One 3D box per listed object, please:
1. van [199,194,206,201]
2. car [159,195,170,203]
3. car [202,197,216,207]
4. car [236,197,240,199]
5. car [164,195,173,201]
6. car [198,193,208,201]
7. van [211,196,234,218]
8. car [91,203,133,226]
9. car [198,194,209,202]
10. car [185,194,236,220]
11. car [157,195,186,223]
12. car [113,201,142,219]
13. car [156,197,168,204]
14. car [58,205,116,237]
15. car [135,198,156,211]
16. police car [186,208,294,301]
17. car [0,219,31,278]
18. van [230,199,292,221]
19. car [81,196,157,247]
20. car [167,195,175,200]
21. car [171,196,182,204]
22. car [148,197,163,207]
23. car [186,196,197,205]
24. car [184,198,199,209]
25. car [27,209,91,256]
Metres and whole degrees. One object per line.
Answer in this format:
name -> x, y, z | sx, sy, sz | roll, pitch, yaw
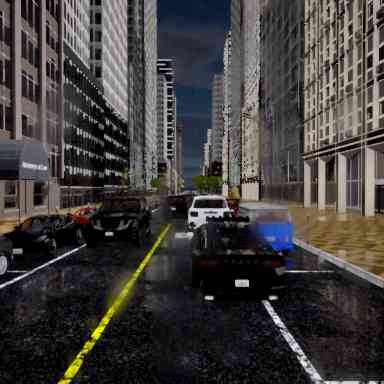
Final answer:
van -> 2.606, 1.317, 86.946 | 1.690, 1.788, 3.998 | -1, 0, 0
car -> -5.759, 1.422, 69.887 | 1.967, 1.590, 4.097 | -1, 0, 0
car -> 2.637, 1.538, 52.843 | 2.008, 1.369, 4.403 | -1, 0, 0
car -> 2.658, 1.309, 24.425 | 2.192, 1.841, 5.009 | -1, 0, 0
car -> -5.767, 1.503, 81.085 | 1.752, 1.417, 4.829 | -1, 0, 0
car -> 2.611, 1.293, 81.262 | 2.192, 1.841, 5.009 | -1, 0, 0
van -> 2.654, 1.334, 30.109 | 1.690, 1.788, 3.998 | -1, 0, 0
car -> -5.721, 1.545, 24.418 | 2.008, 1.369, 4.403 | -1, 0, 0
car -> 2.615, 1.295, 75.578 | 2.192, 1.841, 5.009 | -1, 0, 0
car -> 0.883, 1.220, 18.434 | 2.150, 2.045, 5.566 | 0, 0, 0
car -> -0.165, 1.214, 24.787 | 2.150, 2.045, 5.566 | -1, 0, 24
car -> -5.725, 1.575, 30.102 | 1.802, 1.307, 4.206 | -1, 0, 0
car -> -5.753, 1.565, 64.204 | 1.802, 1.307, 4.206 | -1, 0, 0
car -> -5.715, 1.540, 18.735 | 1.887, 1.381, 4.507 | -1, 0, 0
car -> -5.735, 1.541, 41.469 | 2.008, 1.369, 4.403 | -1, 0, 0
police car -> 0.891, 1.423, 8.513 | 1.930, 1.638, 5.238 | 0, 0, 0
car -> -5.706, 1.549, 7.367 | 2.008, 1.369, 4.403 | -1, 0, 0
van -> 2.668, 1.338, 13.058 | 1.690, 1.788, 3.998 | -1, 0, 0
car -> -3.115, 1.218, 15.263 | 2.150, 2.045, 5.566 | 0, 0, 0
car -> -5.777, 1.539, 92.622 | 1.947, 1.339, 4.313 | -1, 0, 0
car -> -3.056, 1.583, 66.939 | 1.895, 1.301, 4.718 | 0, 0, 0
car -> -5.744, 1.538, 52.836 | 2.008, 1.369, 4.403 | -1, 0, 0
car -> -0.052, 1.511, 59.413 | 1.812, 1.442, 4.674 | 0, 0, 0
car -> -0.027, 1.553, 45.684 | 1.994, 1.385, 4.181 | 0, 0, 1
car -> -5.710, 1.563, 13.051 | 1.947, 1.339, 4.313 | -1, 0, 0
